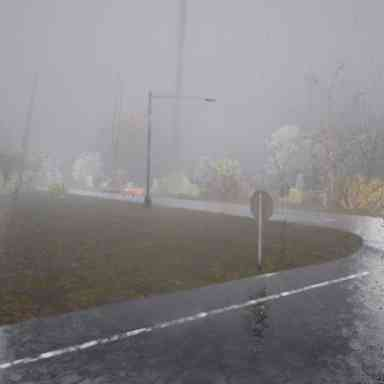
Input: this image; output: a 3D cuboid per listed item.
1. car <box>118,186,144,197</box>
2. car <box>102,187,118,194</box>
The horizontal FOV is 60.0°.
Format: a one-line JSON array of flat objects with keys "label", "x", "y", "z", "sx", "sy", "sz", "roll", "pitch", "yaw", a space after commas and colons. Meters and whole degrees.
[{"label": "car", "x": -9.544, "y": -0.192, "z": 53.694, "sx": 2.097, "sy": 1.767, "sz": 4.553, "roll": 1, "pitch": 1, "yaw": -35}, {"label": "car", "x": -15.141, "y": -0.255, "z": 61.567, "sx": 1.895, "sy": 1.301, "sz": 4.718, "roll": 1, "pitch": 1, "yaw": -35}]
